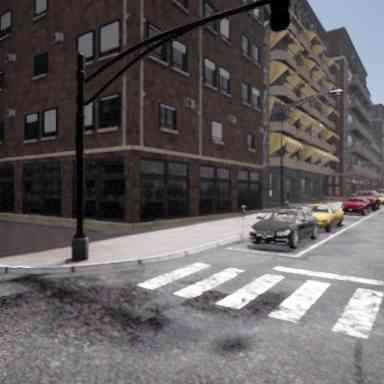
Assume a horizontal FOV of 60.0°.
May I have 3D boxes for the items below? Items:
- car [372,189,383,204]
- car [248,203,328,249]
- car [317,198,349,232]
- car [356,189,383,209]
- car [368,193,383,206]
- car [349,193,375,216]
[{"bbox_3d":[26.066,0.538,45.327,2.192,1.841,5.009,1,2,35],"label":"car"},{"bbox_3d":[3.775,1.313,13.363,2.008,1.369,4.403,1,2,35],"label":"car"},{"bbox_3d":[6.862,1.212,17.790,1.752,1.417,4.829,1,2,35],"label":"car"},{"bbox_3d":[16.514,0.768,31.626,2.192,1.841,5.009,1,2,35],"label":"car"},{"bbox_3d":[22.783,0.827,40.625,1.752,1.417,4.829,1,2,35],"label":"car"},{"bbox_3d":[13.328,1.074,27.064,1.887,1.381,4.507,1,2,35],"label":"car"}]
